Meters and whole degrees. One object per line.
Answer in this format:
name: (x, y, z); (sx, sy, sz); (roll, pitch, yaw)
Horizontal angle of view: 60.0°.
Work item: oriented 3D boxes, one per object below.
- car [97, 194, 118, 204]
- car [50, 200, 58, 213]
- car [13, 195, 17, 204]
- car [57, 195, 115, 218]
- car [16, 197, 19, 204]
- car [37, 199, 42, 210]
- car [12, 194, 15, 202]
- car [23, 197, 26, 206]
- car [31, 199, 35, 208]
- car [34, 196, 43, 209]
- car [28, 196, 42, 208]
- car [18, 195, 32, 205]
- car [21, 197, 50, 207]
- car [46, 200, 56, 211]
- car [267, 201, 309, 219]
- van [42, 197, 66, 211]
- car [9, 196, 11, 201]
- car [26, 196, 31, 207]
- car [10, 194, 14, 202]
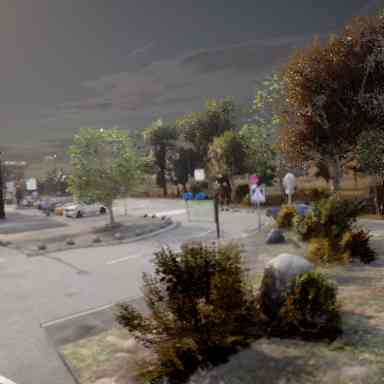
car: (-15.533, 1.279, 60.828); (2.128, 1.511, 4.902); (-6, 3, -34)
car: (-15.657, 2.038, 44.627); (1.946, 1.575, 5.366); (-3, 4, 36)
car: (-36.013, 1.773, 74.316); (2.435, 2.045, 5.566); (-3, 4, 36)
car: (-12.400, 1.818, 39.473); (2.435, 2.045, 5.566); (-2, 4, 36)
car: (-34.204, 2.004, 71.969); (1.946, 1.575, 5.366); (-3, 4, 36)
car: (-20.828, 2.044, 51.927); (2.097, 1.535, 5.008); (-2, 4, 36)
car: (-39.389, 1.907, 79.245); (2.185, 1.767, 4.553); (-3, 4, 36)
car: (-29.248, 2.053, 64.384); (2.163, 1.488, 4.792); (-3, 4, 36)
car: (-24.209, 2.076, 56.898); (2.002, 1.452, 4.674); (-2, 4, 36)
car: (-22.558, 1.918, 54.382); (2.185, 1.767, 4.553); (-3, 4, 36)
car: (-25.881, 1.904, 59.399); (2.185, 1.767, 4.553); (-2, 4, 36)
car: (-30.950, 1.772, 66.854); (2.435, 2.045, 5.566); (-3, 4, 36)
car: (-32.608, 2.051, 69.356); (2.163, 1.488, 4.792); (-3, 4, 36)
car: (-17.460, 2.094, 46.959); (2.002, 1.452, 4.674); (-3, 4, 36)
car: (7.831, 1.420, 25.831); (1.812, 1.442, 4.674); (-5, 2, -29)
van: (-19.229, 1.835, 49.331); (1.878, 1.987, 4.442); (-2, 4, 36)
car: (-42.707, 2.064, 84.270); (2.163, 1.488, 4.792); (-3, 3, 36)
car: (-27.564, 1.900, 61.884); (2.185, 1.767, 4.553); (-2, 4, 36)
car: (-41.072, 1.911, 81.730); (2.185, 1.767, 4.553); (-3, 4, 36)
